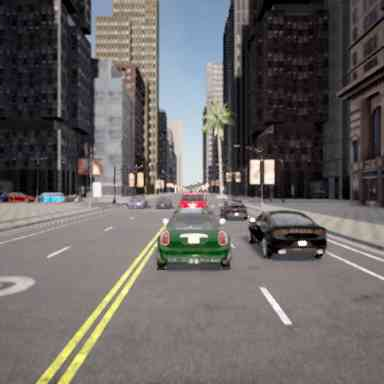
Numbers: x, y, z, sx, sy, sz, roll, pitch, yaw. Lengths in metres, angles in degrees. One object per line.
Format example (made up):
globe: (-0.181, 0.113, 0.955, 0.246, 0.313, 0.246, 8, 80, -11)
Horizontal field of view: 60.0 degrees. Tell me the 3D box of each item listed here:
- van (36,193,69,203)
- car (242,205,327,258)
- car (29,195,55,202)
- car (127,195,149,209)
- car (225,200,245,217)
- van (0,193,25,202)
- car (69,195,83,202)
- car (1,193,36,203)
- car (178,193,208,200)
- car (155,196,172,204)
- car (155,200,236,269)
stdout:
van: (-23.558, 1.051, 56.374, 3.998, 1.788, 1.690, 0, 0, 0)
car: (3.327, 1.419, 12.488, 1.882, 1.535, 5.008, 0, -1, 0)
car: (-29.239, 1.274, 64.898, 4.206, 1.307, 1.802, 0, 0, 0)
car: (-6.563, 1.161, 40.701, 2.097, 1.767, 4.553, 0, 0, 0)
car: (3.324, 1.379, 27.076, 1.837, 1.490, 4.892, 0, 1, 0)
van: (-34.917, 1.030, 64.896, 3.998, 1.788, 1.690, 0, 0, 0)
car: (-23.561, 1.247, 64.899, 4.403, 1.369, 2.008, 0, 0, 0)
car: (-29.235, 1.021, 56.373, 5.009, 1.841, 2.192, 0, 0, 0)
car: (0.069, 1.102, 25.962, 2.150, 2.045, 5.566, 0, 0, 1)
car: (-3.316, 1.318, 40.341, 1.837, 1.490, 4.892, 0, 0, 0)
car: (0.067, 1.300, 11.055, 2.097, 1.767, 4.553, 0, 0, 0)
